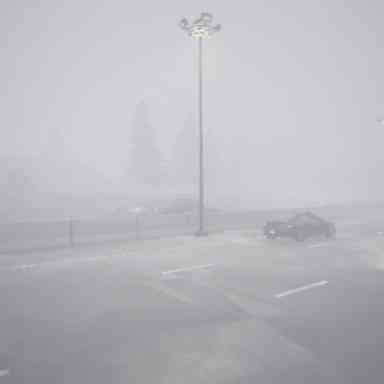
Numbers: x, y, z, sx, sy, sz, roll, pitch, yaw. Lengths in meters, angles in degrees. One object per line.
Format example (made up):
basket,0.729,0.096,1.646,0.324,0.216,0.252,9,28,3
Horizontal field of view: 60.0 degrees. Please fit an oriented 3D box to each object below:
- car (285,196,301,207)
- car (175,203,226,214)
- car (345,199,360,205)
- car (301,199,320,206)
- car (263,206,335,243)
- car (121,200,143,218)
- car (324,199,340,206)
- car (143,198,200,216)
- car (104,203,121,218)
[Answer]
car,19.746,1.793,64.516,2.150,2.045,5.566,-1,0,33
car,1.041,1.854,27.288,4.181,1.385,1.994,0,-1,-41
car,27.830,1.976,57.708,1.837,1.490,4.892,0,0,34
car,22.470,2.127,62.295,1.895,1.301,4.718,-1,-1,34
car,5.488,1.677,16.945,4.674,1.442,1.812,0,-1,-41
car,-4.059,1.724,32.133,4.553,1.767,2.097,0,-1,-41
car,25.575,2.046,60.650,1.994,1.385,4.181,-1,-1,34
car,-1.265,1.554,29.893,5.566,2.045,2.150,0,-1,-41
car,-6.760,1.766,34.407,4.553,1.767,2.097,0,-1,-41
